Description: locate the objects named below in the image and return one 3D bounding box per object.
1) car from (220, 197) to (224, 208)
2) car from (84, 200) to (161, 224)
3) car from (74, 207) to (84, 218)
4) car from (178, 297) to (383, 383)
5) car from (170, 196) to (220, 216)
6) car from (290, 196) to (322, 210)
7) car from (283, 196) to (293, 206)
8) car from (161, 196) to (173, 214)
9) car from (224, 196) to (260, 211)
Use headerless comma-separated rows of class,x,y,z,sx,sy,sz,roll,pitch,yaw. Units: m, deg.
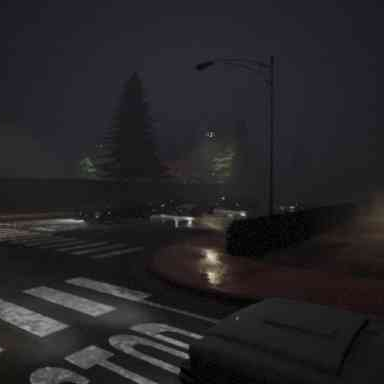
car,4.356,1.340,42.588,2.128,1.511,4.902,1,0,37
car,-4.866,1.364,24.045,2.128,1.511,4.902,1,0,36
car,-7.250,1.411,26.717,1.994,1.385,4.181,1,0,36
car,2.198,1.604,2.467,4.718,1.301,1.895,1,0,37
car,0.383,1.398,31.271,1.812,1.442,4.674,1,0,36
car,12.538,1.449,35.783,1.812,1.442,4.674,1,0,36
car,15.869,1.393,51.279,5.008,1.535,1.882,0,0,-44
car,-2.235,1.199,33.613,2.097,1.767,4.553,1,0,36
car,6.198,1.226,39.188,2.097,1.767,4.553,1,0,37
